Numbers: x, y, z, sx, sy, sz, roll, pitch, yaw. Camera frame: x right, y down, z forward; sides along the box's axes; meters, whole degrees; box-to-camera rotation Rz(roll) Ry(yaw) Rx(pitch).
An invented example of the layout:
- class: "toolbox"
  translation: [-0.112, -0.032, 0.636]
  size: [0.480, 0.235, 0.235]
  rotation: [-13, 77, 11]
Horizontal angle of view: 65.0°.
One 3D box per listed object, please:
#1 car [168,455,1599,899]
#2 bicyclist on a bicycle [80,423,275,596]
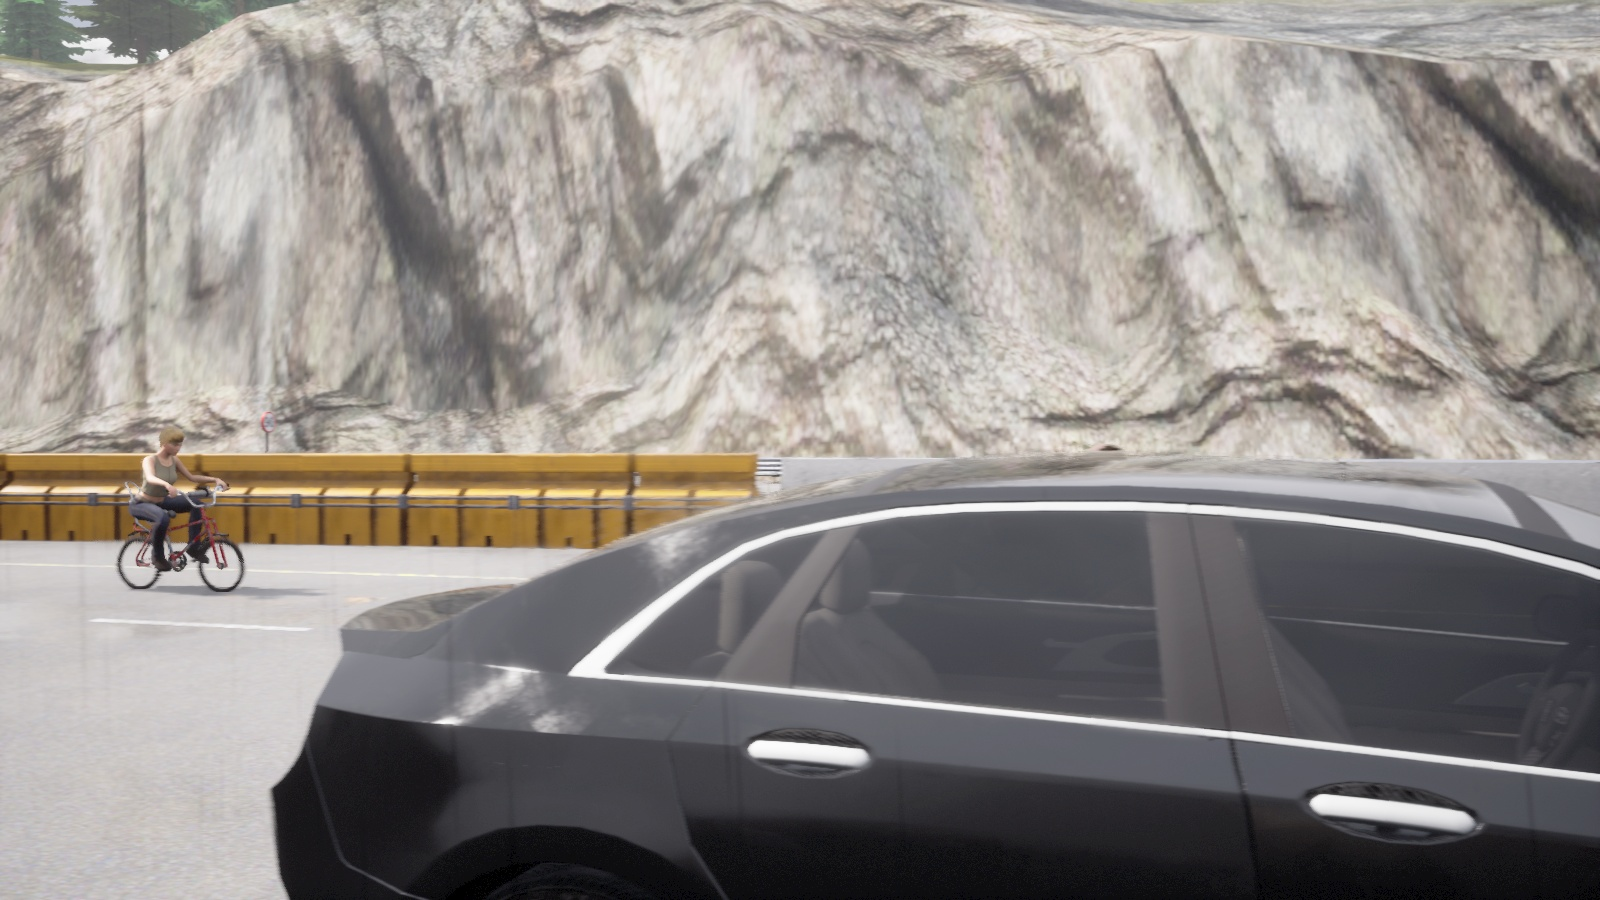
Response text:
- class: "car"
  translation: [1.242, 0.790, 2.800]
  size: [4.892, 1.490, 1.837]
  rotation: [1, 1, 19]
- class: "bicyclist on a bicycle"
  translation: [-6.095, 0.539, 12.325]
  size: [1.509, 1.612, 0.866]
  rotation: [0, 1, 15]
